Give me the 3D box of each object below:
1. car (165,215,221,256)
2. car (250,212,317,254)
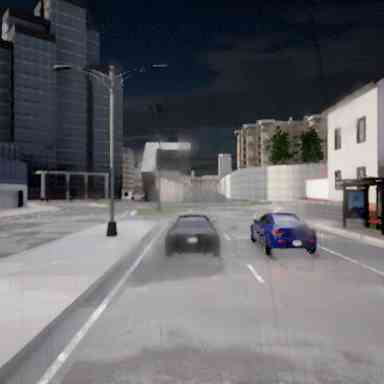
[{"bbox_3d":[0.045,1.573,13.089,1.994,1.385,4.181,0,0,1],"label":"car"},{"bbox_3d":[3.549,1.534,13.441,1.812,1.442,4.674,0,0,1],"label":"car"}]
